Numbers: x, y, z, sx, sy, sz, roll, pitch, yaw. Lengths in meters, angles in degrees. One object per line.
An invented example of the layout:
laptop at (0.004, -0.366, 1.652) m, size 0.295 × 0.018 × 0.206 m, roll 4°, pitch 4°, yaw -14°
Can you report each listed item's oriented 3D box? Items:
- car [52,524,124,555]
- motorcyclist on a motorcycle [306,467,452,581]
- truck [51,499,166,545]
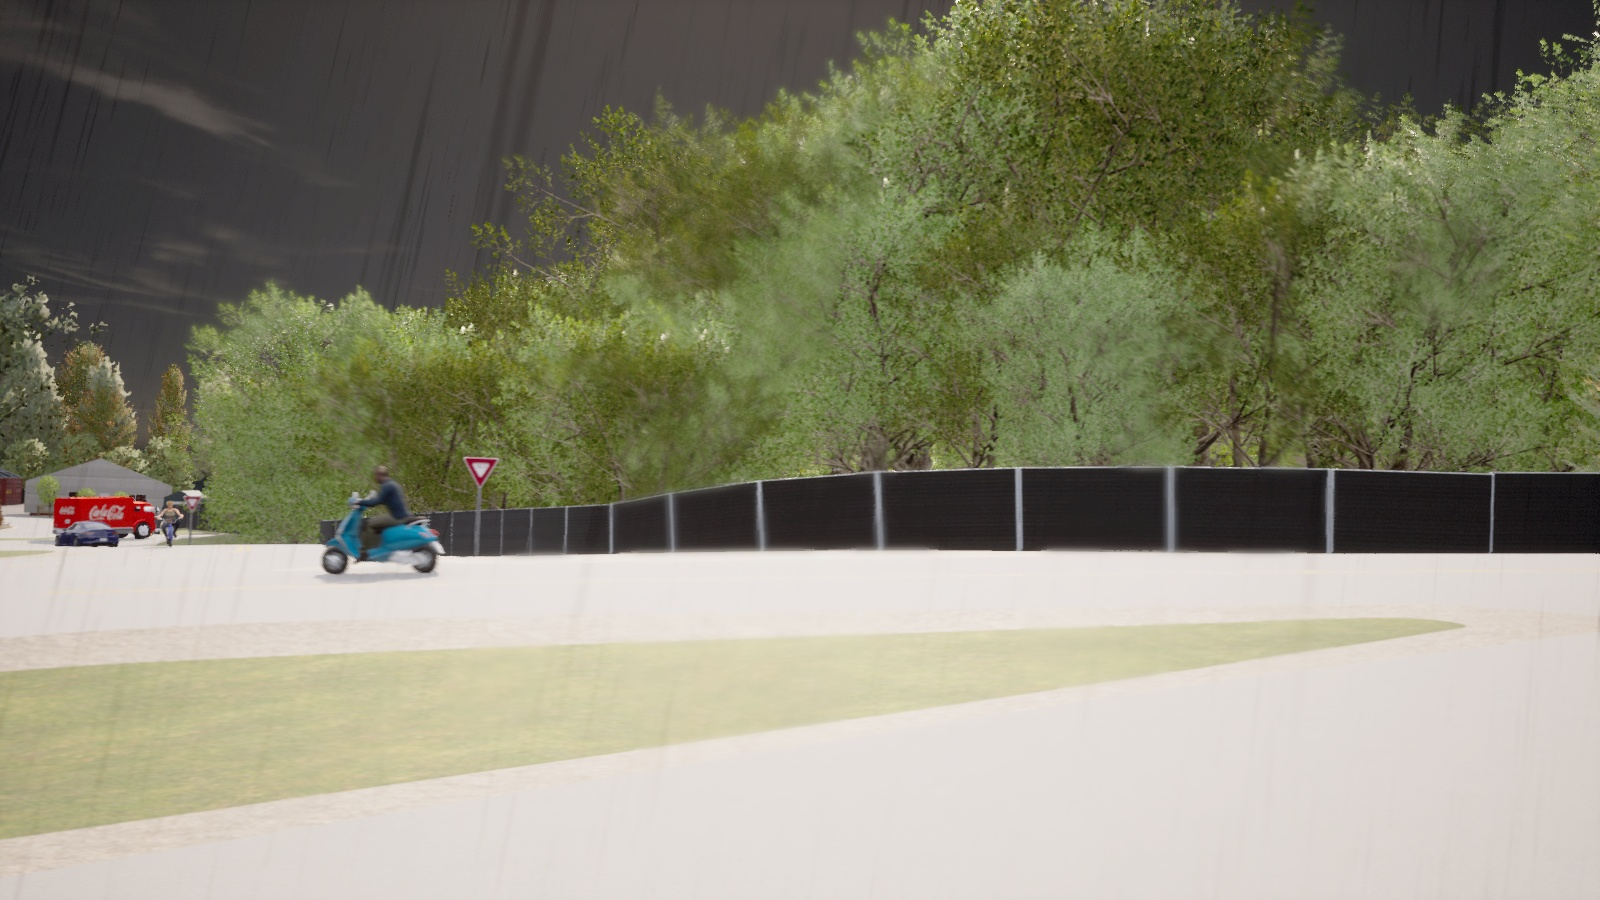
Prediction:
car at (-35.123, 4.387, 61.932) m, size 4.674 × 1.442 × 1.812 m, roll -3°, pitch -4°, yaw 44°
motorcyclist on a motorcycle at (-6.166, 1.069, 18.455) m, size 1.817 × 1.590 × 0.866 m, roll -1°, pitch -1°, yaw 1°
truck at (-39.687, 4.108, 72.232) m, size 2.627 × 2.467 × 5.204 m, roll -2°, pitch -2°, yaw 24°
